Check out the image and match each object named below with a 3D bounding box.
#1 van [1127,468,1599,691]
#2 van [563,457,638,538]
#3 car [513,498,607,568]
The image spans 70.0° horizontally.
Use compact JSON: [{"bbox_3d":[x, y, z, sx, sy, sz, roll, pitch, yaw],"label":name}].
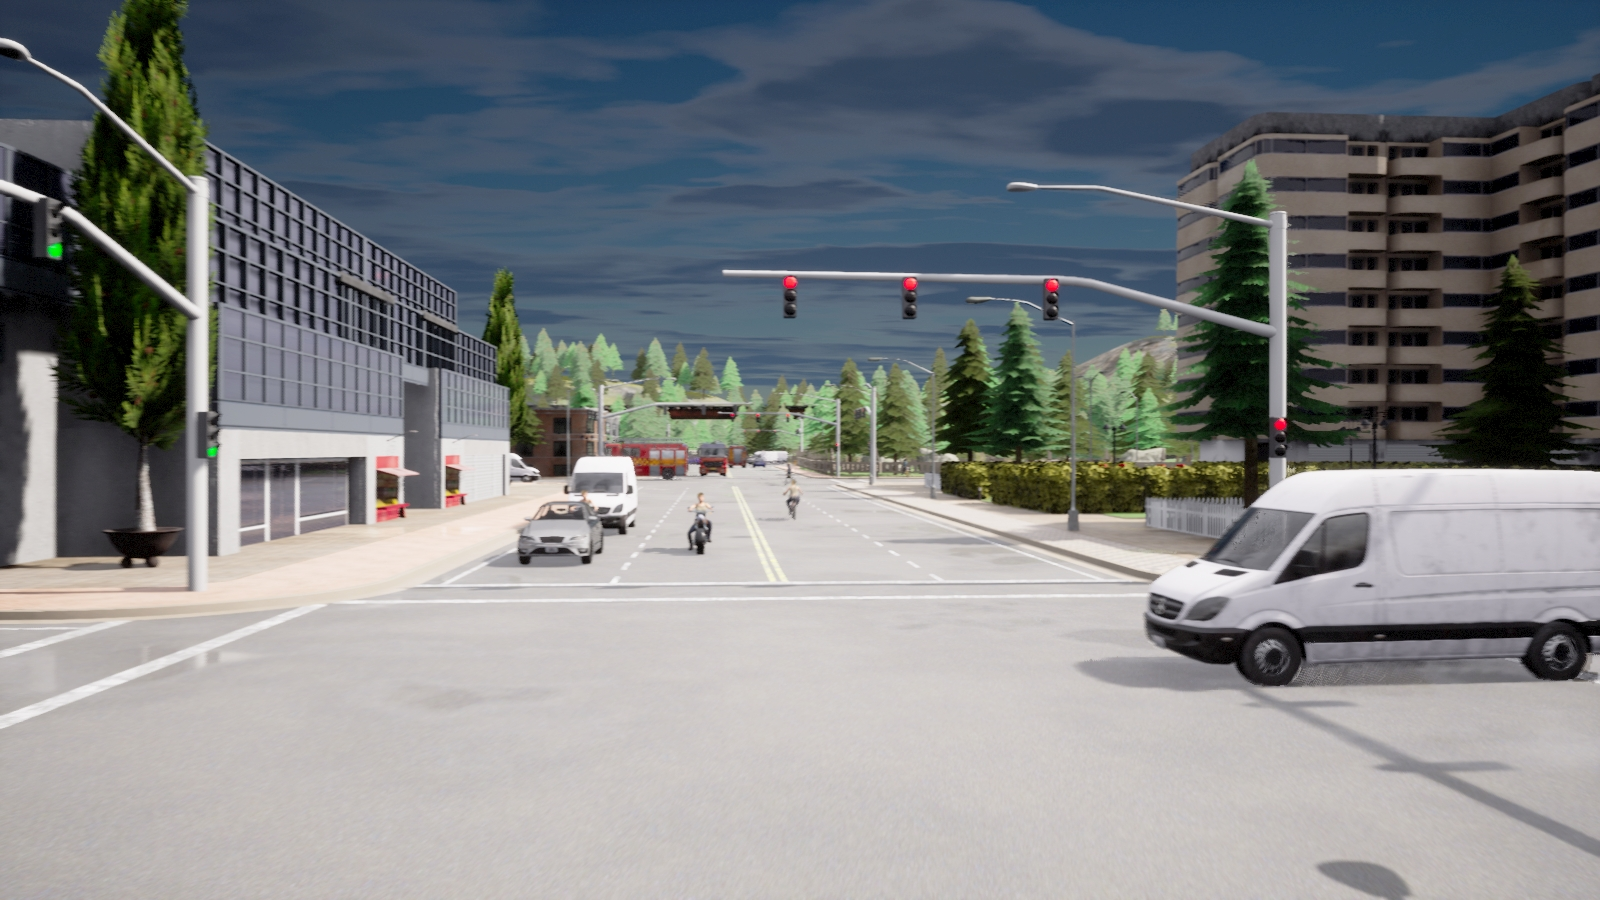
[{"bbox_3d":[7.438,1.540,14.677,5.915,2.561,1.988,0,0,-6],"label":"van"},{"bbox_3d":[-6.818,1.535,39.657,1.988,2.561,5.915,0,0,-4],"label":"van"},{"bbox_3d":[-6.077,2.065,29.307,1.816,1.474,4.193,0,0,-4],"label":"car"}]
